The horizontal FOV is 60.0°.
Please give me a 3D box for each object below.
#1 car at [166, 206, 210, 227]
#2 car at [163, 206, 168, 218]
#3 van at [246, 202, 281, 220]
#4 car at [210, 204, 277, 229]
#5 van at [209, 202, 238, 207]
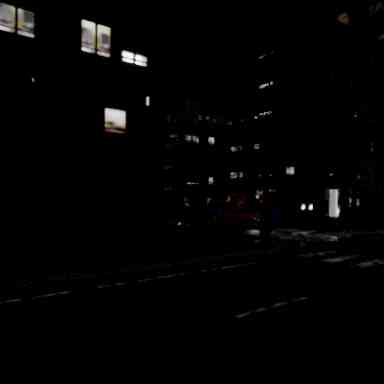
[{"bbox_3d":[-0.039,2.077,27.339,1.802,1.307,4.206,0,-1,-36],"label":"car"},{"bbox_3d":[-2.026,2.171,34.383,1.994,1.385,4.181,1,-1,-37],"label":"car"},{"bbox_3d":[6.706,1.913,32.253,1.690,1.788,3.998,0,-1,-36],"label":"van"},{"bbox_3d":[3.923,1.955,26.273,1.882,1.535,5.008,1,-1,-36],"label":"car"},{"bbox_3d":[3.393,1.986,36.771,1.690,1.788,3.998,0,-1,-36],"label":"van"}]
